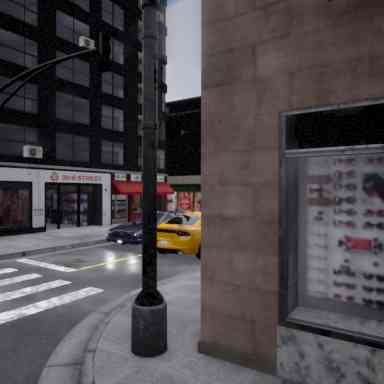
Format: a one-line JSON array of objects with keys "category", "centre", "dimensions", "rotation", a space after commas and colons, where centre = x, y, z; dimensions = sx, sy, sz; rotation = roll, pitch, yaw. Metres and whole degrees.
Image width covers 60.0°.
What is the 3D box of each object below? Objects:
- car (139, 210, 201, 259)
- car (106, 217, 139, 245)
[{"category": "car", "centre": [0.461, 1.501, 12.875], "dimensions": [1.882, 1.535, 5.008], "rotation": [0, 0, 33]}, {"category": "car", "centre": [-1.372, 1.564, 15.272], "dimensions": [2.033, 1.411, 5.357], "rotation": [0, 0, 33]}]
